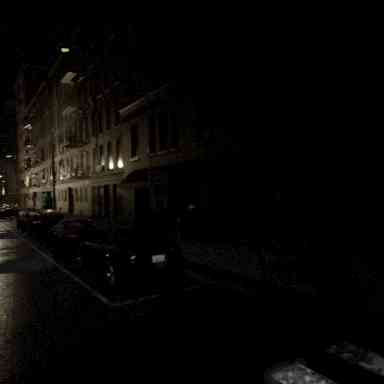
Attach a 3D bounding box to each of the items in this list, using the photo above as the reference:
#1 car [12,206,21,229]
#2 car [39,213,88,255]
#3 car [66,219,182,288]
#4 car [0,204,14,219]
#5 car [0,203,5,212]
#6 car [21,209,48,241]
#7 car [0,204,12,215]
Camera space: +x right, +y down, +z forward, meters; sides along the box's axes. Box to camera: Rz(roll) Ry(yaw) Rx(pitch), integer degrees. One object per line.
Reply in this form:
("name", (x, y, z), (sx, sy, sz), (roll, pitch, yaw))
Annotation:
("car", (-11.039, 1.871, 23.067), (1.752, 1.417, 4.829), (-2, 0, -34))
("car", (-4.931, 1.728, 13.925), (1.802, 1.307, 4.206), (-2, 0, -34))
("car", (-1.925, 1.613, 9.425), (1.947, 1.339, 4.313), (-2, 0, -34))
("car", (-19.962, 2.185, 36.426), (2.008, 1.369, 4.403), (-2, 0, -34))
("car", (-31.985, 2.587, 54.426), (1.947, 1.339, 4.313), (-2, 0, -34))
("car", (-7.937, 1.810, 18.425), (1.947, 1.339, 4.313), (-2, 0, -34))
("car", (-25.974, 2.379, 45.426), (2.008, 1.369, 4.403), (-2, 0, -34))
